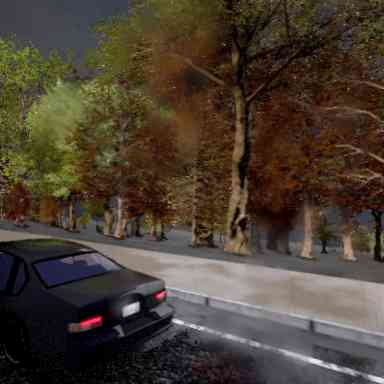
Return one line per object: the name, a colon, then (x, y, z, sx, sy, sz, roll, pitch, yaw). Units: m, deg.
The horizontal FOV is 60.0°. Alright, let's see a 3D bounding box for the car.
car: (-2.818, 1.530, 5.697, 5.357, 1.411, 2.033, 0, 0, 36)
